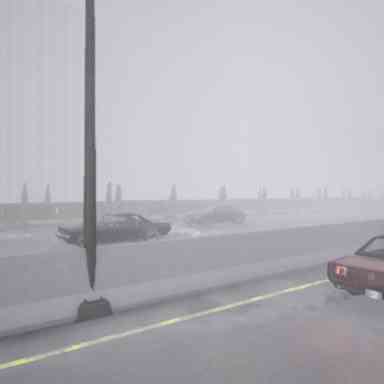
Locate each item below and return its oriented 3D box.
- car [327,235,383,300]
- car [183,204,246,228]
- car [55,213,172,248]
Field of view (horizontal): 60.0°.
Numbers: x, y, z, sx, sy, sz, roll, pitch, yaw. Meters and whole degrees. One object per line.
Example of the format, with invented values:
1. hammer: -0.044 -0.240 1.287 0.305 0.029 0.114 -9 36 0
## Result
1. car: 5.158 1.601 7.421 4.718 1.301 1.895 0 0 -35
2. car: 1.586 1.523 22.310 4.674 1.442 1.812 0 0 -35
3. car: -3.353 1.599 14.496 4.718 1.301 1.895 0 0 -35
